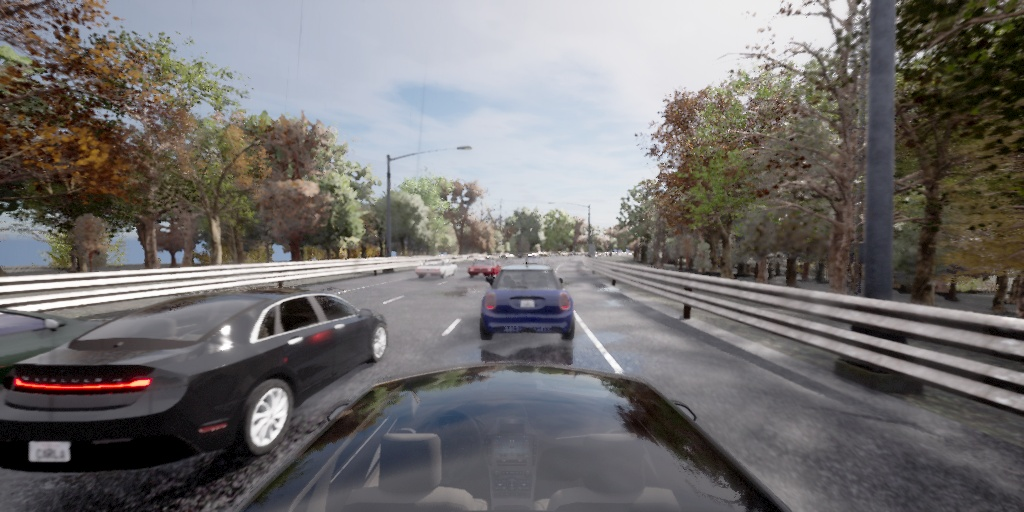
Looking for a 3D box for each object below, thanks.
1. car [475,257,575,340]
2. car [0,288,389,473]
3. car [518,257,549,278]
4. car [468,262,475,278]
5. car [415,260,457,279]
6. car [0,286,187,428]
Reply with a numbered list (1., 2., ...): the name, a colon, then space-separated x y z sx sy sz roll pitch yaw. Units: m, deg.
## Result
1. car: 0.352 0.981 9.667 2.097 1.767 4.553 0 1 1
2. car: -3.299 1.194 5.019 1.837 1.490 4.892 0 -1 1
3. car: 1.789 0.828 28.452 2.128 1.511 4.902 0 1 7
4. car: -1.908 0.949 26.956 1.895 1.301 4.718 0 1 6
5. car: -5.469 0.942 26.589 1.895 1.301 4.718 0 1 6
6. car: -6.812 1.264 4.288 1.994 1.385 4.181 0 1 1
